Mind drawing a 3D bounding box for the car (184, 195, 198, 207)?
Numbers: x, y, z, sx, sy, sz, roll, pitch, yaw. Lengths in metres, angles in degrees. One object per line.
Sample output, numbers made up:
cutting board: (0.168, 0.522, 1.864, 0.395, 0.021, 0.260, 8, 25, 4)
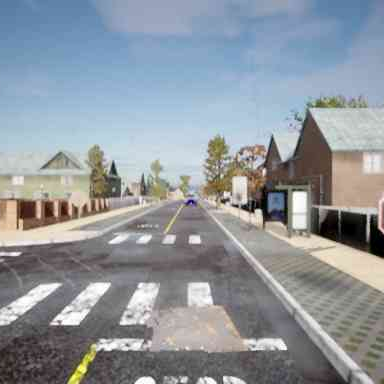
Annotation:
car: (-0.143, 1.618, 54.125, 1.812, 1.442, 4.674, 0, 0, 0)
